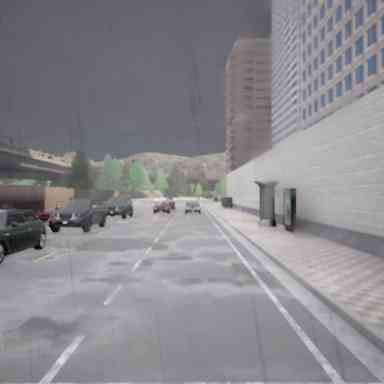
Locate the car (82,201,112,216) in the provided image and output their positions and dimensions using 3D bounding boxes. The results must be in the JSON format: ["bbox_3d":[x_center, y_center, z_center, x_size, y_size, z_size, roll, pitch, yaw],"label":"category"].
[{"bbox_3d":[-10.550,1.766,37.276,1.882,1.535,5.008,0,0,0],"label":"car"}]

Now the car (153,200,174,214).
[{"bbox_3d":[-3.491,1.904,39.405,1.895,1.301,4.718,0,0,0],"label":"car"}]

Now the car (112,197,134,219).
[{"bbox_3d":[-7.057,1.466,32.082,2.150,2.045,5.566,0,0,0],"label":"car"}]

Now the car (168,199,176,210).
[{"bbox_3d":[-3.484,1.868,50.078,1.882,1.535,5.008,0,0,0],"label":"car"}]

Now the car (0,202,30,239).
[{"bbox_3d":[-10.588,1.477,17.265,2.097,1.767,4.553,0,0,0],"label":"car"}]

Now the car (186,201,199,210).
[{"bbox_3d":[0.017,1.994,50.464,1.895,1.301,4.718,0,0,0],"label":"car"}]

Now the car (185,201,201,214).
[{"bbox_3d":[0.105,1.906,39.748,1.895,1.301,4.718,0,0,0],"label":"car"}]

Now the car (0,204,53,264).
[{"bbox_3d":[-7.085,1.433,11.916,2.097,1.767,4.553,0,0,0],"label":"car"}]

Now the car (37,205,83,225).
[{"bbox_3d":[-10.581,1.806,27.057,1.895,1.301,4.718,0,0,0],"label":"car"}]

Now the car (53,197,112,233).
[{"bbox_3d":[-7.079,1.379,21.353,2.150,2.045,5.566,0,0,0],"label":"car"}]
